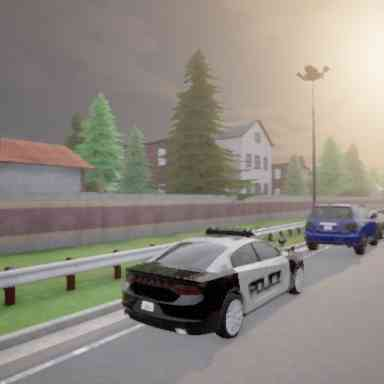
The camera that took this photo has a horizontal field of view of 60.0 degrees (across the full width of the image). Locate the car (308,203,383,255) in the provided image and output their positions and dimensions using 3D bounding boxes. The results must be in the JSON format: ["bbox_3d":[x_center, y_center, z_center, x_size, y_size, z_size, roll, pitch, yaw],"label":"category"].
[{"bbox_3d":[6.912,1.522,15.062,2.150,2.045,5.566,-1,-2,37],"label":"car"}]

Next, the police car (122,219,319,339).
[{"bbox_3d":[0.888,1.586,7.178,1.930,1.638,5.238,-1,-2,37],"label":"police car"}]
